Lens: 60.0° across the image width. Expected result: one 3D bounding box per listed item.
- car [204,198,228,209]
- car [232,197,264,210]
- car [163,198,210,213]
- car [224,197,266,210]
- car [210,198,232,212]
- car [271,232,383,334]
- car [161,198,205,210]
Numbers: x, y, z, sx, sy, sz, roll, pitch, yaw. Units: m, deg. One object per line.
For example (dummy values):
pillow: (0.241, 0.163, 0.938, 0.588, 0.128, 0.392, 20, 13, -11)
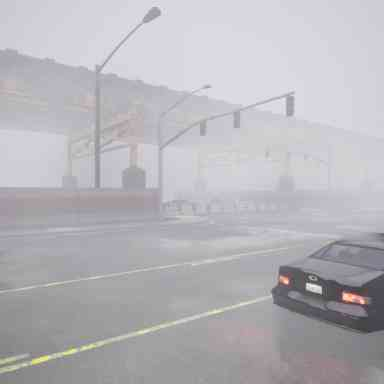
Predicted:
car: (2.885, 1.295, 38.746, 1.853, 1.218, 4.536, 0, 0, 17)
car: (6.690, 1.295, 42.488, 4.536, 1.218, 1.853, 0, 0, -8)
car: (-0.848, 1.453, 35.974, 4.974, 1.542, 2.038, 0, 0, 7)
car: (6.742, 1.453, 42.495, 4.974, 1.542, 2.038, 0, 0, -8)
car: (2.869, 1.453, 38.696, 2.038, 1.542, 4.974, 0, 0, 17)
car: (3.937, 1.547, 6.660, 5.357, 1.411, 2.033, 0, 0, -36)
car: (-0.900, 1.295, 35.980, 4.536, 1.218, 1.853, 0, 0, 7)
